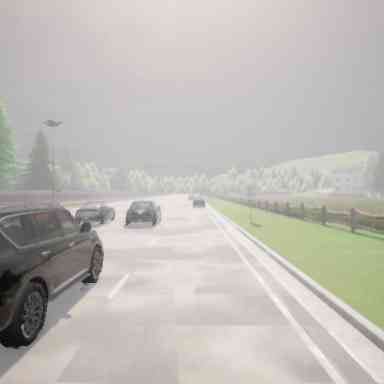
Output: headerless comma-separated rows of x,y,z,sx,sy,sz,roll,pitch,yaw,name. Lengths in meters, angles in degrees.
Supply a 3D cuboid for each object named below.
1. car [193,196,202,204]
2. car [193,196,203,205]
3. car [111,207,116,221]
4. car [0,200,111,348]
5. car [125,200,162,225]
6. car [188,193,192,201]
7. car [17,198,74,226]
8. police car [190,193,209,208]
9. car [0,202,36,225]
1.042,1.531,65.958,1.837,1.490,4.892,0,0,0,car
1.042,1.529,59.958,1.837,1.490,4.892,0,0,0,car
-6.904,1.501,24.268,2.128,1.511,4.902,0,0,0,car
-3.401,1.224,6.440,2.150,2.045,5.566,0,0,0,car
-3.404,1.361,24.029,2.097,1.767,4.553,0,0,0,car
-0.010,1.398,86.189,2.128,1.511,4.902,0,0,0,car
-10.402,1.361,24.036,2.097,1.767,4.553,0,0,0,car
1.044,1.445,50.068,1.930,1.638,5.238,0,0,0,police car
-13.917,1.536,25.413,1.812,1.442,4.674,0,0,0,car
